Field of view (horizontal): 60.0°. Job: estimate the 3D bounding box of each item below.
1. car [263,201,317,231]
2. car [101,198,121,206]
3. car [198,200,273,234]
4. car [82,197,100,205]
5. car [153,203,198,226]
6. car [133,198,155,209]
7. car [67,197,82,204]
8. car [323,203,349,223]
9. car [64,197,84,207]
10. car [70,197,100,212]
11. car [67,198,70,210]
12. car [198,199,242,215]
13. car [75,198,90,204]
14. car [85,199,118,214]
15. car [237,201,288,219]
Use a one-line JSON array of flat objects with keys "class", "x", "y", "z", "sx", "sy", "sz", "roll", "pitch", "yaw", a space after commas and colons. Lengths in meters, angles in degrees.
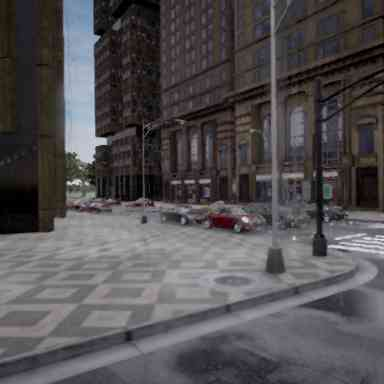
[{"class": "car", "x": 5.247, "y": 1.405, "z": 21.275, "sx": 2.097, "sy": 1.767, "sz": 4.553, "roll": -1, "pitch": 0, "yaw": -36}, {"class": "car", "x": -13.632, "y": 1.774, "z": 57.425, "sx": 1.802, "sy": 1.307, "sz": 4.206, "roll": -2, "pitch": 1, "yaw": -36}, {"class": "car", "x": 2.582, "y": 1.544, "z": 20.248, "sx": 1.967, "sy": 1.590, "sz": 4.097, "roll": -1, "pitch": 1, "yaw": -36}, {"class": "car", "x": -20.249, "y": 1.829, "z": 66.633, "sx": 2.008, "sy": 1.369, "sz": 4.403, "roll": -2, "pitch": 1, "yaw": -36}, {"class": "car", "x": -0.725, "y": 1.676, "z": 24.853, "sx": 2.008, "sy": 1.369, "sz": 4.403, "roll": -1, "pitch": 1, "yaw": -36}, {"class": "car", "x": -7.020, "y": 1.552, "z": 48.216, "sx": 1.967, "sy": 1.590, "sz": 4.097, "roll": -2, "pitch": 1, "yaw": -36}, {"class": "car", "x": -26.864, "y": 1.924, "z": 75.840, "sx": 2.008, "sy": 1.369, "sz": 4.403, "roll": -2, "pitch": 0, "yaw": -36}, {"class": "car", "x": 9.523, "y": 1.521, "z": 25.199, "sx": 2.008, "sy": 1.369, "sz": 4.403, "roll": -1, "pitch": 1, "yaw": -36}, {"class": "car", "x": -20.202, "y": 1.629, "z": 56.696, "sx": 1.882, "sy": 1.535, "sz": 5.008, "roll": -1, "pitch": 0, "yaw": -36}, {"class": "car", "x": -13.958, "y": 1.686, "z": 43.265, "sx": 1.967, "sy": 1.590, "sz": 4.097, "roll": -2, "pitch": 1, "yaw": -36}, {"class": "car", "x": -17.267, "y": 1.725, "z": 47.870, "sx": 1.967, "sy": 1.590, "sz": 4.097, "roll": -2, "pitch": 1, "yaw": -36}, {"class": "car", "x": 2.807, "y": 1.542, "z": 34.543, "sx": 1.752, "sy": 1.417, "sz": 4.829, "roll": -1, "pitch": 1, "yaw": -36}, {"class": "car", "x": -23.556, "y": 1.906, "z": 71.237, "sx": 1.802, "sy": 1.307, "sz": 4.206, "roll": -2, "pitch": 1, "yaw": -36}, {"class": "car", "x": -10.649, "y": 1.792, "z": 38.664, "sx": 1.802, "sy": 1.307, "sz": 4.206, "roll": -2, "pitch": 1, "yaw": -36}, {"class": "car", "x": 6.214, "y": 1.557, "z": 29.803, "sx": 1.947, "sy": 1.339, "sz": 4.313, "roll": -1, "pitch": 1, "yaw": -36}]
